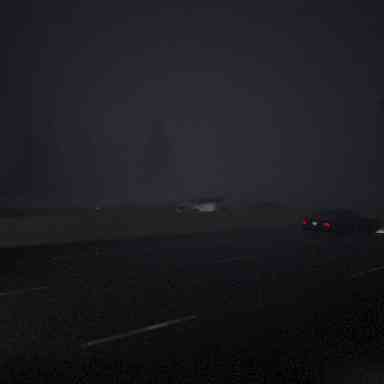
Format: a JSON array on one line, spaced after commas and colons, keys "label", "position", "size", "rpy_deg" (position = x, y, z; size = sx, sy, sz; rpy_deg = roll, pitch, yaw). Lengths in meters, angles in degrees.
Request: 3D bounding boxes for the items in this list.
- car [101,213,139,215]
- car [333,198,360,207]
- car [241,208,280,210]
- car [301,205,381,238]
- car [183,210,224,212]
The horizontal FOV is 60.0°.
[{"label": "car", "position": [-7.109, 1.676, 33.311], "size": [4.718, 1.301, 1.895], "rpy_deg": [0, 0, -35]}, {"label": "car", "position": [26.654, 1.803, 57.309], "size": [5.008, 1.535, 1.882], "rpy_deg": [0, 0, -35]}, {"label": "car", "position": [6.196, 1.632, 29.893], "size": [4.892, 1.490, 1.837], "rpy_deg": [1, 0, -35]}, {"label": "car", "position": [8.223, 1.645, 18.215], "size": [5.357, 1.411, 2.033], "rpy_deg": [0, 0, -36]}, {"label": "car", "position": [1.153, 1.324, 30.607], "size": [5.566, 2.045, 2.150], "rpy_deg": [0, 0, -35]}]
